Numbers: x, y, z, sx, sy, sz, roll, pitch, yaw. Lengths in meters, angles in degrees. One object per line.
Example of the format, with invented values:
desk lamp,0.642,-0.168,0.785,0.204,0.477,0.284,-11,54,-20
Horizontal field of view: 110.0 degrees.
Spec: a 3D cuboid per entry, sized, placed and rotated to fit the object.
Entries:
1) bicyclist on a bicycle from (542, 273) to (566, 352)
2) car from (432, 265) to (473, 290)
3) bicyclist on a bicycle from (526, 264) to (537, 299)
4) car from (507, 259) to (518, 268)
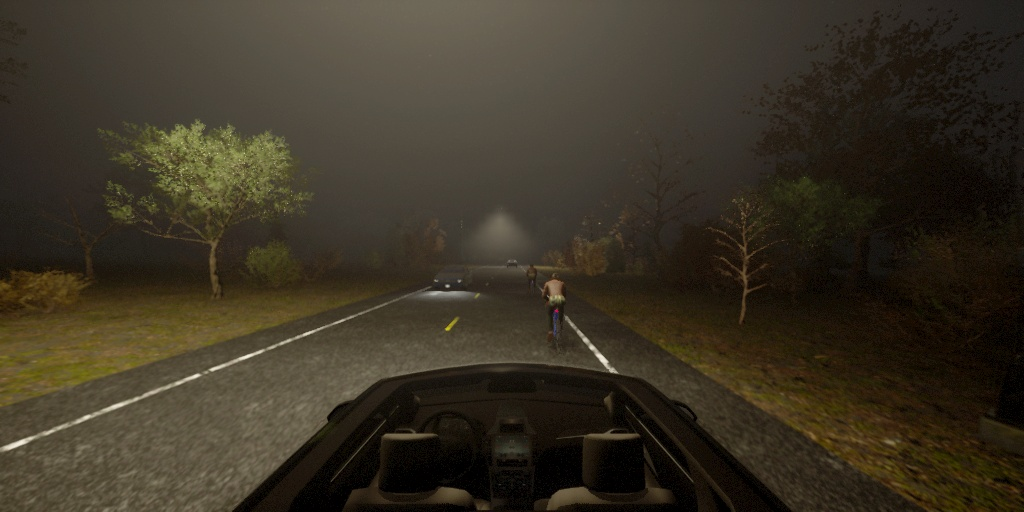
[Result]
bicyclist on a bicycle,0.959,1.201,7.972,0.582,1.620,1.656,0,0,0
car,-3.604,1.299,22.711,2.033,1.411,5.357,0,0,0
bicyclist on a bicycle,0.956,1.202,17.227,0.582,1.620,1.656,0,0,0
car,0.042,1.386,64.180,1.895,1.301,4.718,0,0,0
